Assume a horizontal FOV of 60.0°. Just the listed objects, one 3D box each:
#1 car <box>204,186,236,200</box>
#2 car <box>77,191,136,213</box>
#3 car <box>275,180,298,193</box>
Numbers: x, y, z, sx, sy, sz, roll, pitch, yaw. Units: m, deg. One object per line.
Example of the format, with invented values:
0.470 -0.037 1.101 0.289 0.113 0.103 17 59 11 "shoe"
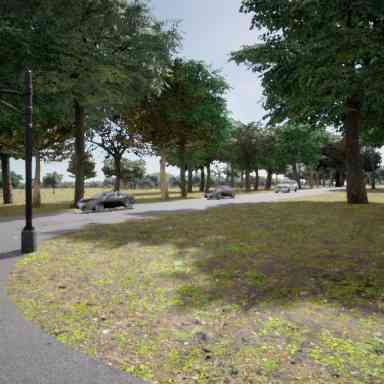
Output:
3.347 0.092 39.036 2.128 1.511 4.902 -1 2 38 "car"
-6.622 0.735 26.109 2.128 1.511 4.902 -1 2 38 "car"
15.590 -0.865 54.764 2.150 2.045 5.566 -1 2 38 "car"
